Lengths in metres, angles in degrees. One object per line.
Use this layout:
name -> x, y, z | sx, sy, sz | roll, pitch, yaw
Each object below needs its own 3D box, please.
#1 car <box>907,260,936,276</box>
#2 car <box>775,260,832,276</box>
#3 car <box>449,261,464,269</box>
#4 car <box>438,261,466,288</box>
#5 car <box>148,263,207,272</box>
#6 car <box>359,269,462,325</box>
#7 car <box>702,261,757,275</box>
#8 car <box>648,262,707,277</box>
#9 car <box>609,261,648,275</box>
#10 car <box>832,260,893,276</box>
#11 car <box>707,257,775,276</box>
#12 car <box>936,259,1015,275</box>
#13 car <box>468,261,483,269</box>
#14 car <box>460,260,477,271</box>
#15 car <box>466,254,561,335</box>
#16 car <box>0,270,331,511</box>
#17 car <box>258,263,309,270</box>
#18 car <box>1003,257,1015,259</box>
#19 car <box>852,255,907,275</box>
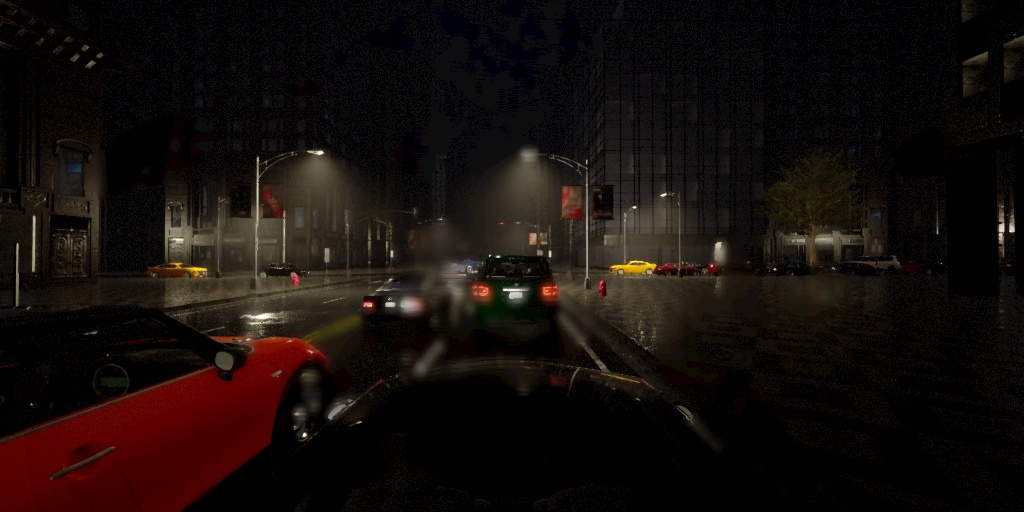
car -> 42.570, 1.179, 36.377 | 5.008, 1.535, 1.882 | 0, -1, 0
car -> 26.645, 1.276, 33.526 | 4.313, 1.339, 1.948 | 0, 0, -1
car -> -9.713, 1.571, 63.217 | 1.812, 1.442, 4.674 | 0, 0, 1
car -> -3.121, 1.280, 21.491 | 2.128, 1.511, 4.902 | 0, 0, 0
car -> -32.980, 1.452, 35.490 | 5.008, 1.535, 1.882 | 0, -1, 0
car -> -3.120, 1.307, 11.754 | 2.033, 1.411, 5.357 | 0, 0, 0
car -> 23.741, 1.290, 39.259 | 4.892, 1.490, 1.837 | -1, -1, -1
car -> 15.369, 1.327, 33.370 | 4.207, 1.307, 1.802 | 0, 0, -1
car -> 13.172, 1.299, 39.118 | 5.008, 1.535, 1.882 | 0, -1, -1
car -> 32.282, 1.260, 33.604 | 4.313, 1.339, 1.948 | 0, 0, -1
car -> 21.008, 1.041, 33.448 | 5.009, 1.841, 2.192 | 0, 0, -1
car -> 43.559, 1.214, 33.761 | 4.507, 1.381, 1.888 | 0, 0, -1
car -> -6.453, 1.599, 64.073 | 2.033, 1.411, 5.357 | 0, 0, 1
car -> -6.501, 1.457, 53.911 | 1.882, 1.535, 5.008 | 0, 0, 0
car -> 0.115, 0.979, 10.670 | 2.150, 2.045, 5.566 | 0, 0, 0
car -> -3.146, 1.102, 2.342 | 2.097, 1.767, 4.553 | 0, 0, 0
car -> -22.556, 1.432, 35.460 | 4.892, 1.490, 1.837 | 0, -1, 0
car -> 49.197, 0.973, 33.839 | 5.009, 1.841, 2.192 | 0, 0, -1
car -> 39.104, 0.968, 39.424 | 5.566, 2.045, 2.150 | 0, -1, 2
